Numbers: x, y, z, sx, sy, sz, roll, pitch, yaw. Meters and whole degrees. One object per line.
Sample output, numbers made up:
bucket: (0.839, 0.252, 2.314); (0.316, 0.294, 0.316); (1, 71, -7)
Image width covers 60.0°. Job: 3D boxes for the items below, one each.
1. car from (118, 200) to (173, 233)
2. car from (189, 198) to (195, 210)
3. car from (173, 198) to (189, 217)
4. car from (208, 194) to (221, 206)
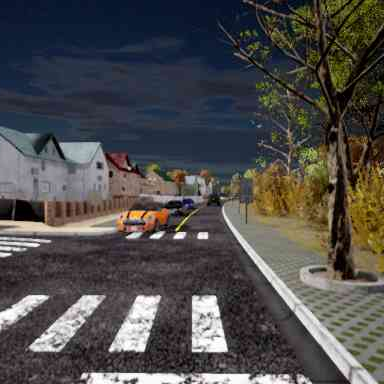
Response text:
car: (-2.740, 1.342, 19.633); (2.097, 1.767, 4.553); (0, 0, 8)
car: (-0.586, 1.598, 44.726); (1.812, 1.442, 4.674); (0, 0, 6)
car: (-1.620, 1.539, 32.104); (1.812, 1.442, 4.674); (0, 0, 4)
car: (4.035, 1.382, 59.881); (2.150, 2.045, 5.566); (0, 0, 7)
